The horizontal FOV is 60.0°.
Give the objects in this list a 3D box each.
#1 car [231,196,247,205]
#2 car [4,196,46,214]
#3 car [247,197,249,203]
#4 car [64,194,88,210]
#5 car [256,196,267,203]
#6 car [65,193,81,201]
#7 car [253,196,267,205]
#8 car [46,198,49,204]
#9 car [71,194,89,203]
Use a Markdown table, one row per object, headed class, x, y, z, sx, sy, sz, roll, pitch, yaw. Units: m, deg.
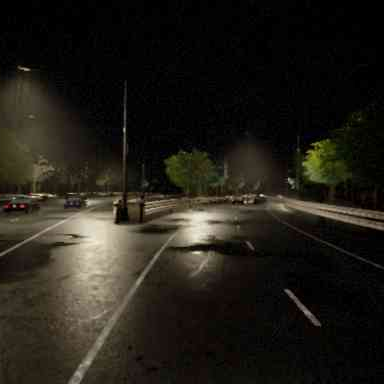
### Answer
| class | x | y | z | sx | sy | sz | roll | pitch | yaw |
| --- | --- | --- | --- | --- | --- | --- | --- | --- | --- |
| car | 7.954 | 1.538 | 57.520 | 1.895 | 1.301 | 4.718 | 1 | 0 | 15 |
| car | -15.674 | 1.243 | 31.047 | 2.033 | 1.411 | 5.357 | 1 | 0 | -10 |
| car | 10.486 | 1.450 | 67.244 | 1.895 | 1.301 | 4.718 | 1 | 0 | 15 |
| car | -13.463 | 1.250 | 38.557 | 2.033 | 1.411 | 5.357 | 1 | 0 | -9 |
| car | 14.079 | 1.448 | 67.156 | 1.994 | 1.385 | 4.181 | 1 | 0 | 15 |
| car | -24.119 | 1.008 | 67.357 | 1.994 | 1.385 | 4.181 | 1 | 0 | -5 |
| car | 11.436 | 1.528 | 56.998 | 2.033 | 1.411 | 5.357 | 1 | 0 | 15 |
| car | -21.773 | 1.153 | 46.906 | 1.895 | 1.301 | 4.718 | 1 | 0 | -8 |
| car | -19.536 | 1.112 | 58.171 | 1.994 | 1.385 | 4.181 | 1 | 0 | -6 |
